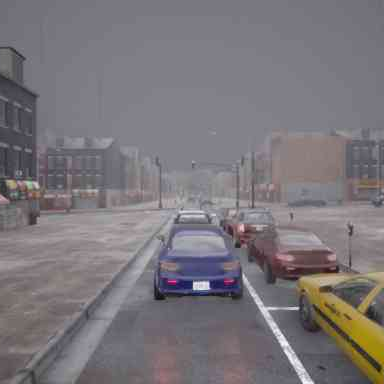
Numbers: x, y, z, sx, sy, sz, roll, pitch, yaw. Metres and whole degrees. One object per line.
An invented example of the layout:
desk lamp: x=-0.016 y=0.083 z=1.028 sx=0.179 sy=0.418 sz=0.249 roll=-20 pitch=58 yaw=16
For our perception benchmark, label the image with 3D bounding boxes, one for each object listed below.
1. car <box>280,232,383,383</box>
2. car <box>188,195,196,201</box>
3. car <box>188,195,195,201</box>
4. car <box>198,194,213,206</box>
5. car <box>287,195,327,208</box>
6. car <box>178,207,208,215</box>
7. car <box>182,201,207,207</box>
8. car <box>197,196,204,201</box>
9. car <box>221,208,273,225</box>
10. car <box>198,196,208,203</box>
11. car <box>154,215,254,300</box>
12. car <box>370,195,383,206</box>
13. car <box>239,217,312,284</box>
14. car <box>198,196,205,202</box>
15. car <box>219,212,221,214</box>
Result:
car: x=2.627 y=1.525 z=3.992 sx=1.752 sy=1.417 sz=4.829 roll=0 pitch=0 yaw=0
car: x=-0.175 y=1.744 z=82.615 sx=1.837 sy=1.490 sz=4.892 roll=0 pitch=0 yaw=0
car: x=-0.198 y=1.671 z=93.036 sx=1.812 sy=1.442 sz=4.674 roll=0 pitch=0 yaw=0
car: x=2.508 y=1.567 z=57.565 sx=1.967 sy=1.590 sz=4.097 roll=-1 pitch=0 yaw=0
car: x=14.057 y=1.143 z=40.755 sx=4.674 sy=1.442 sz=1.812 roll=-1 pitch=0 yaw=1
car: x=0.053 y=1.607 z=15.718 sx=1.895 sy=1.301 sz=4.718 roll=0 pitch=0 yaw=0
car: x=-0.028 y=1.622 z=25.809 sx=1.895 sy=1.301 sz=4.718 roll=0 pitch=0 yaw=0
car: x=2.426 y=1.856 z=95.551 sx=1.752 sy=1.417 sz=4.829 roll=-1 pitch=0 yaw=0
car: x=2.603 y=1.446 z=14.756 sx=1.967 sy=1.590 sz=4.097 roll=0 pitch=0 yaw=0
car: x=2.473 y=1.645 z=73.772 sx=1.967 sy=1.590 sz=4.097 roll=-1 pitch=0 yaw=0
car: x=0.086 y=1.527 z=8.298 sx=1.812 sy=1.442 sz=4.674 roll=0 pitch=0 yaw=-2
car: x=24.477 y=0.853 z=40.799 sx=4.892 sy=1.490 sz=1.837 roll=-1 pitch=0 yaw=0
car: x=2.616 y=1.584 z=9.289 sx=1.802 sy=1.307 sz=4.206 roll=0 pitch=0 yaw=0
car: x=2.438 y=1.822 z=90.148 sx=1.752 sy=1.417 sz=4.829 roll=-1 pitch=0 yaw=0
car: x=2.592 y=1.594 z=20.222 sx=1.802 sy=1.307 sz=4.206 roll=0 pitch=0 yaw=0
